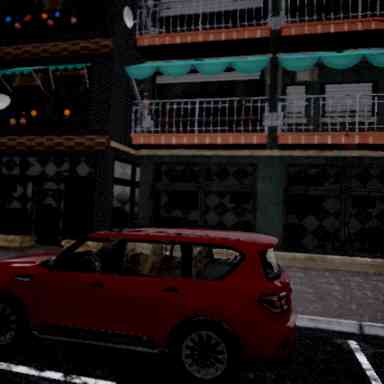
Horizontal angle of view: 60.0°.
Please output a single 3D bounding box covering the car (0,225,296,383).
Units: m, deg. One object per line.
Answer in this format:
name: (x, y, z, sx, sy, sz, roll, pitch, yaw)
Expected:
car: (-0.935, 1.463, 5.298, 5.009, 1.841, 2.192, 2, -2, 13)
